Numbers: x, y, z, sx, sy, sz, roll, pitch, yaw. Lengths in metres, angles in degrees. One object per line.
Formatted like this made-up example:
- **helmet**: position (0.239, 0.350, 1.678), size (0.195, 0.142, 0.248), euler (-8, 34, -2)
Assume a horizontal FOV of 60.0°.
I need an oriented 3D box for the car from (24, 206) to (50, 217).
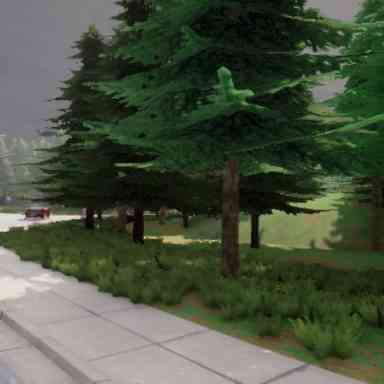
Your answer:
- **car**: position (-17.138, 2.231, 37.019), size (1.882, 1.535, 5.008), euler (2, -1, -13)
